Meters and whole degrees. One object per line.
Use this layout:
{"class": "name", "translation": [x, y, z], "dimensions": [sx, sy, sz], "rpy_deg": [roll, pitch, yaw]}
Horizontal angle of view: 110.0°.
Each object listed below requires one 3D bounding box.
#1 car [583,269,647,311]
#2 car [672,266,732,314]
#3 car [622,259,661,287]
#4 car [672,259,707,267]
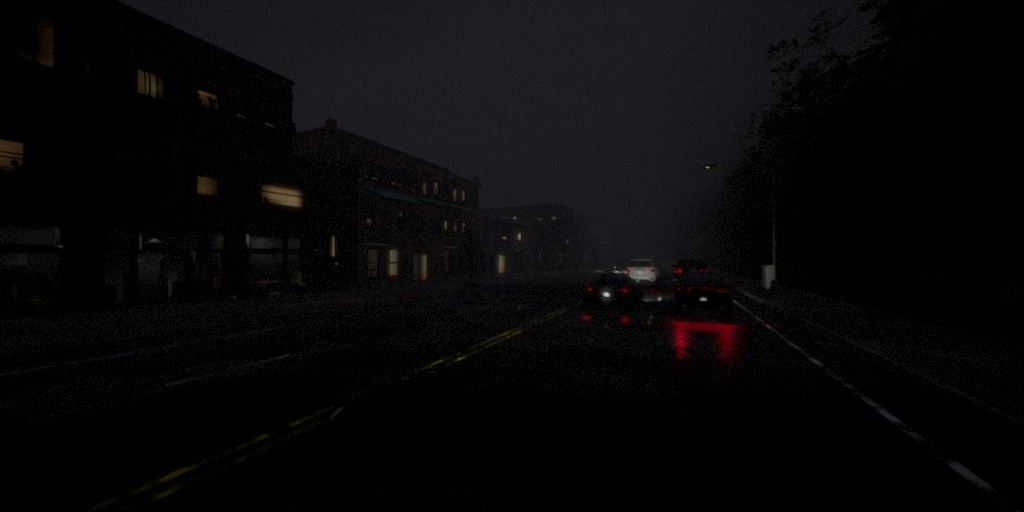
{"class": "car", "translation": [4.454, 1.454, 15.449], "dimensions": [1.994, 1.385, 4.181], "rpy_deg": [0, -1, 26]}
{"class": "car", "translation": [7.697, 1.356, 14.694], "dimensions": [1.882, 1.535, 5.008], "rpy_deg": [0, 0, 25]}
{"class": "car", "translation": [10.327, 1.242, 28.157], "dimensions": [2.150, 2.045, 5.566], "rpy_deg": [0, 0, 25]}
{"class": "car", "translation": [13.280, 1.225, 26.800], "dimensions": [2.150, 2.045, 5.566], "rpy_deg": [0, 0, 25]}
